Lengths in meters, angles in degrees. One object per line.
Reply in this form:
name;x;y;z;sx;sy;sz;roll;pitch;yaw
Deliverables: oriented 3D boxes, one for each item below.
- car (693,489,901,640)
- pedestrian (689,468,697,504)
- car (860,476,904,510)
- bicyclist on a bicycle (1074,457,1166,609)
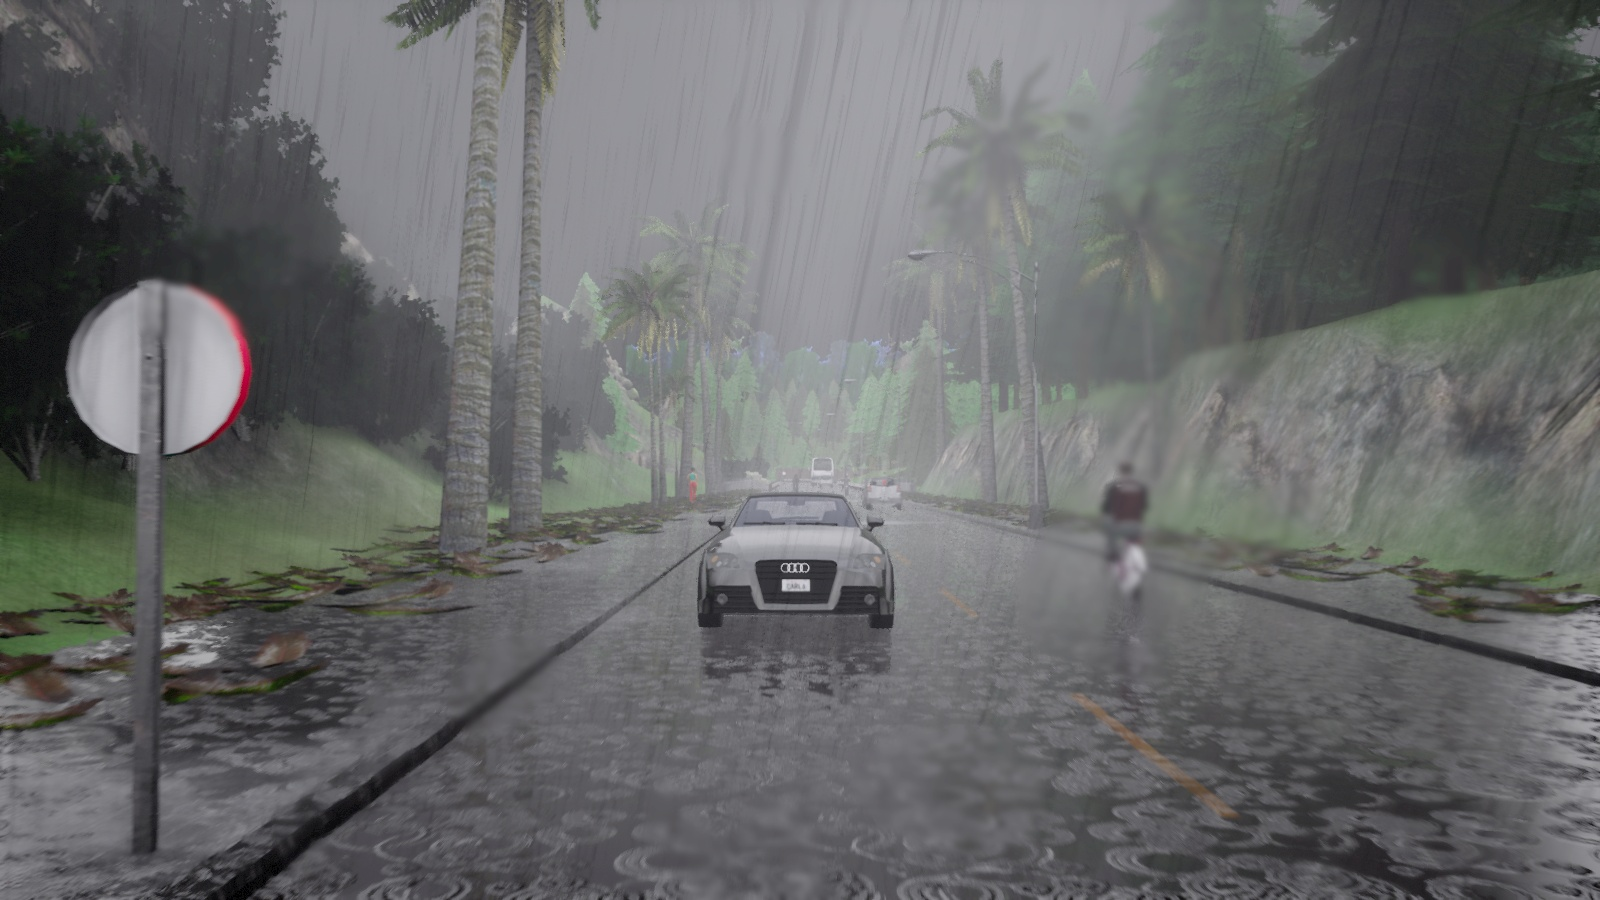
car;-0.034;1.166;14.130;1.994;1.385;4.181;0;-1;0
pedestrian;-5.379;1.808;63.330;0.345;1.836;0.594;0;-1;0
car;3.839;2.002;59.207;1.845;1.501;3.633;0;-1;0
bicyclist on a bicycle;3.962;0.988;15.673;0.659;1.776;1.843;0;-1;0
